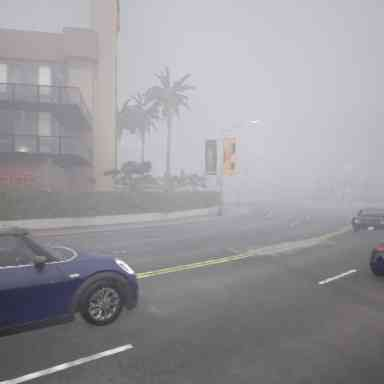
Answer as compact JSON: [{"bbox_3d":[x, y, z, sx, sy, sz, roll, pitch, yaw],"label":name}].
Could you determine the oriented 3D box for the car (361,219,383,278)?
[{"bbox_3d":[6.547,1.560,9.195,4.181,1.385,1.994,0,0,-44],"label":"car"}]

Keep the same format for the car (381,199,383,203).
[{"bbox_3d":[20.031,1.589,31.761,1.895,1.301,4.718,0,0,16],"label":"car"}]

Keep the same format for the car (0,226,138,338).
[{"bbox_3d":[-3.194,1.347,5.500,4.553,1.767,2.097,0,0,-36],"label":"car"}]

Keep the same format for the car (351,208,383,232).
[{"bbox_3d":[10.579,1.593,19.102,1.895,1.301,4.718,0,0,35],"label":"car"}]
